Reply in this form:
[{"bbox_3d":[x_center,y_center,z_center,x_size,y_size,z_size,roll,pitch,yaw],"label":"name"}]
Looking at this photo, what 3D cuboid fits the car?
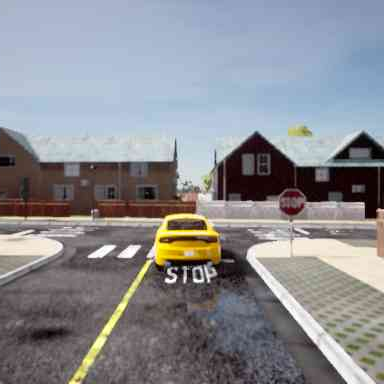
[{"bbox_3d":[-0.251,1.480,11.307,1.882,1.535,5.008,0,0,-4],"label":"car"}]
